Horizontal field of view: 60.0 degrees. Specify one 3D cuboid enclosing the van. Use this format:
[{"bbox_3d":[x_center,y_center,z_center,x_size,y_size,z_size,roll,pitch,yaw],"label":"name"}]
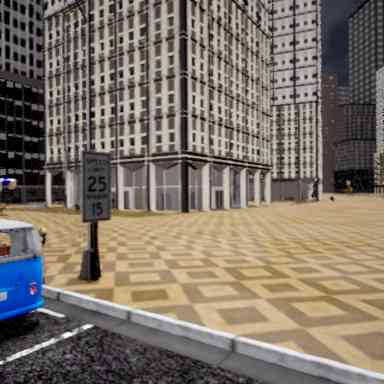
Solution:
[{"bbox_3d":[-4.399,1.327,5.948,3.998,1.788,1.690,0,0,34],"label":"van"}]
